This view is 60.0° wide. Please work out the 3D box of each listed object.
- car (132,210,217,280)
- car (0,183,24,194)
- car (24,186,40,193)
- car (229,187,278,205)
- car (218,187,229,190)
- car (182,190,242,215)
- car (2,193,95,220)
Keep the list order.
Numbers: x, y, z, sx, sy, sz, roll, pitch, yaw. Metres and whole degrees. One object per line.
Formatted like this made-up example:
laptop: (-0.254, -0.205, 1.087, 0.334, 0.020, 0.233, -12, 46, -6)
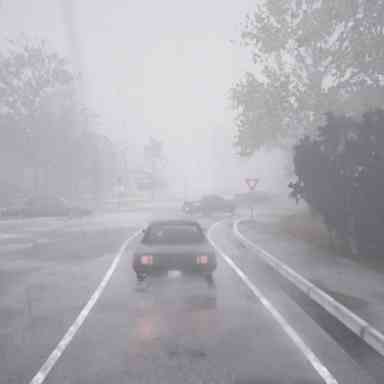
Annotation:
car: (-0.491, 1.445, 9.509, 1.895, 1.301, 4.718, 0, 2, -3)
car: (-28.360, -0.367, 48.858, 2.150, 2.045, 5.566, 1, 1, 37)
car: (-27.555, -0.206, 54.785, 4.674, 1.442, 1.812, -1, 2, -42)
car: (6.560, 0.464, 33.674, 5.008, 1.535, 1.882, -1, 1, -32)
car: (5.164, -0.046, 49.963, 2.033, 1.411, 5.357, -1, 2, -31)
car: (1.268, 0.875, 23.733, 1.812, 1.442, 4.674, 2, 3, 44)
car: (-9.055, 0.988, 21.301, 5.357, 1.411, 2.033, 0, 2, -11)
